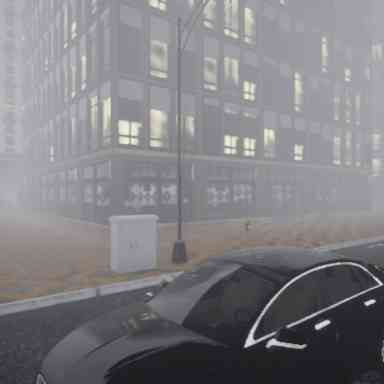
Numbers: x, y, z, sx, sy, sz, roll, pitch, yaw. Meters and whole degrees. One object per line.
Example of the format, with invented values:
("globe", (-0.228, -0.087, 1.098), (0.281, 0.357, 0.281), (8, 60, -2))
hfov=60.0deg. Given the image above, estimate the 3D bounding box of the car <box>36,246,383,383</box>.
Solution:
("car", (0.802, 1.512, 3.980), (4.892, 1.490, 1.837), (0, 0, -37))
